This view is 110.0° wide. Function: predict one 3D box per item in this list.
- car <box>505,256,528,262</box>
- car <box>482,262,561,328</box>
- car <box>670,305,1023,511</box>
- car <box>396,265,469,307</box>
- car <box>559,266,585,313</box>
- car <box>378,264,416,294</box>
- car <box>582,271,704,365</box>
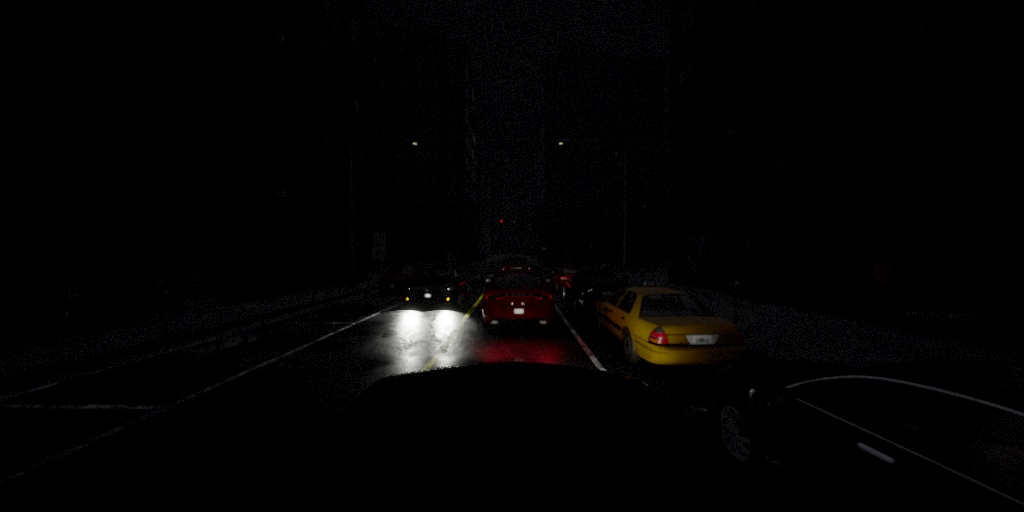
[{"bbox_3d":[0.291,0.862,23.710,2.097,1.767,4.553,0,1,1],"label":"car"},{"bbox_3d":[0.178,1.127,10.949,1.882,1.535,5.008,0,1,0],"label":"car"},{"bbox_3d":[2.873,1.298,2.020,2.007,1.370,4.403,0,0,1],"label":"car"},{"bbox_3d":[-2.912,1.175,14.507,1.994,1.385,4.181,0,1,1],"label":"car"},{"bbox_3d":[2.974,1.191,13.191,1.948,1.339,4.313,0,0,1],"label":"car"},{"bbox_3d":[-5.521,1.107,18.850,1.888,1.381,4.507,0,0,1],"label":"car"},{"bbox_3d":[2.925,1.212,7.775,1.751,1.417,4.829,0,0,1],"label":"car"}]
